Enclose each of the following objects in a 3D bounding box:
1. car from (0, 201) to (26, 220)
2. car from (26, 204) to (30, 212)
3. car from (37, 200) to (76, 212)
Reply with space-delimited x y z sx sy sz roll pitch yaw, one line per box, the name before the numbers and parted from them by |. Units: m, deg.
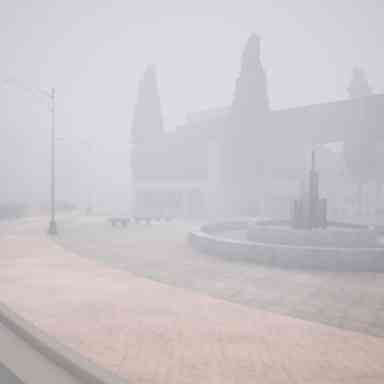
car | -16.390 1.635 28.529 1.895 1.301 4.718 0 0 -6
car | -19.745 1.647 36.286 1.895 1.301 4.718 0 0 5
car | -15.885 1.609 39.289 2.033 1.411 5.357 0 0 11
